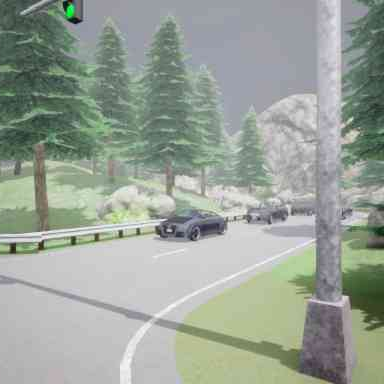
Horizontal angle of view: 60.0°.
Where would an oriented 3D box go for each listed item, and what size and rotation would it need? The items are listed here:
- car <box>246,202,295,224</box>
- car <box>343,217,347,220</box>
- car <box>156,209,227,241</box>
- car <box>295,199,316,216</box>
[{"bbox_3d":[5.730,1.509,25.100,2.128,1.511,4.902,0,0,35],"label":"car"},{"bbox_3d":[12.610,1.642,28.738,1.895,1.301,4.718,0,0,34],"label":"car"},{"bbox_3d":[0.089,1.581,16.909,1.994,1.385,4.181,0,0,35],"label":"car"},{"bbox_3d":[11.310,1.522,33.659,1.837,1.490,4.892,0,0,28],"label":"car"}]
